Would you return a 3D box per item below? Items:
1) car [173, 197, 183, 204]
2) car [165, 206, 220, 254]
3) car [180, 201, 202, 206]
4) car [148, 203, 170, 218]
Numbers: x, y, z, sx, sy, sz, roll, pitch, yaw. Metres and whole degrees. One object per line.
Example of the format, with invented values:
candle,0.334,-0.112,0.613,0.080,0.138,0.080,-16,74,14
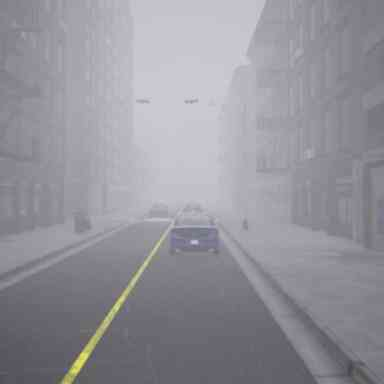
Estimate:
car,-3.008,1.955,72.922,1.837,1.490,4.892,0,0,0
car,0.092,1.578,13.919,1.882,1.535,5.008,0,0,0
car,0.094,1.803,33.210,1.994,1.385,4.181,0,0,0
car,-3.100,1.797,32.373,1.994,1.385,4.181,0,0,0
